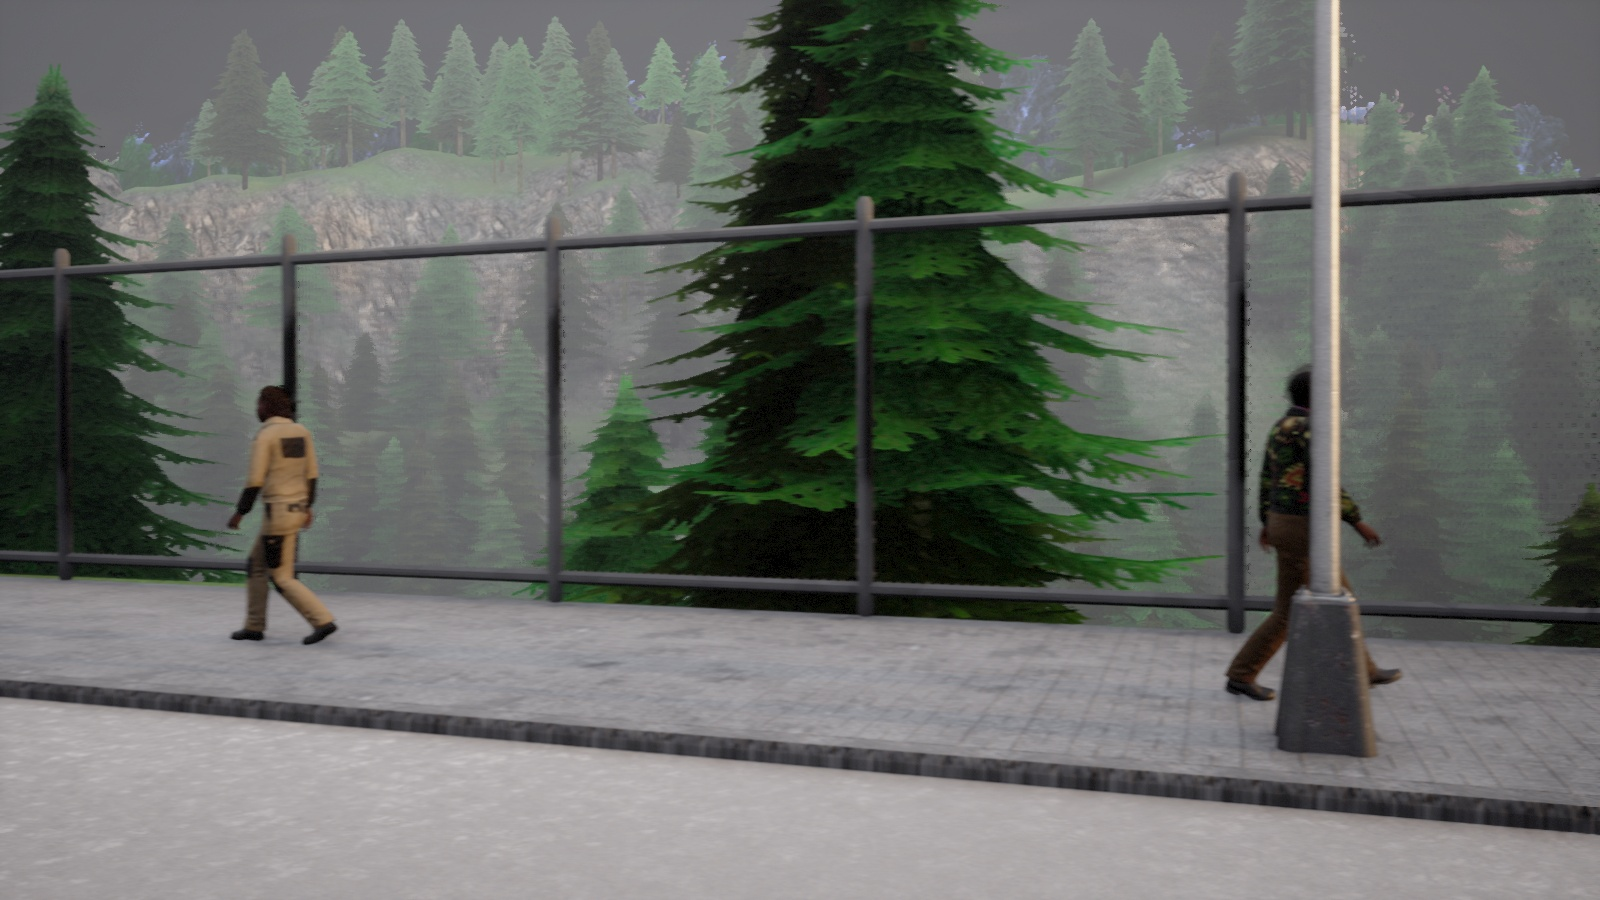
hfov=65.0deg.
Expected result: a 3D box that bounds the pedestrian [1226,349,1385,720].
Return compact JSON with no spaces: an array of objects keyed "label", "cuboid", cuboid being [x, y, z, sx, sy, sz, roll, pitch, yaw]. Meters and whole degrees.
[{"label":"pedestrian","cuboid":[2.706,0.438,6.756,0.692,1.930,0.395,0,1,5]}]

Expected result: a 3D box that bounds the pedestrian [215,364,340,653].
[{"label":"pedestrian","cuboid":[-3.586,0.385,8.638,0.692,1.930,0.396,0,1,13]}]
